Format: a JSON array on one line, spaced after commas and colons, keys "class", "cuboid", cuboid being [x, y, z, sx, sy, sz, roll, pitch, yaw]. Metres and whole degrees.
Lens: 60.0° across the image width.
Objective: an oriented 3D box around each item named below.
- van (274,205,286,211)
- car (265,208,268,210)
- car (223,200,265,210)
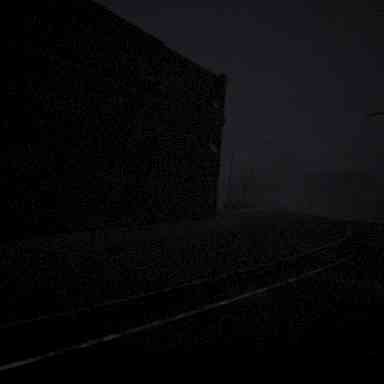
[{"class": "van", "cuboid": [15.238, 3.347, 57.551, 1.878, 1.987, 4.442, 2, -6, 19]}, {"class": "car", "cuboid": [12.930, 3.657, 59.502, 2.002, 1.452, 4.674, 1, -6, 19]}, {"class": "car", "cuboid": [6.380, 1.865, 43.153, 4.902, 1.511, 2.128, -1, -6, 39]}]
